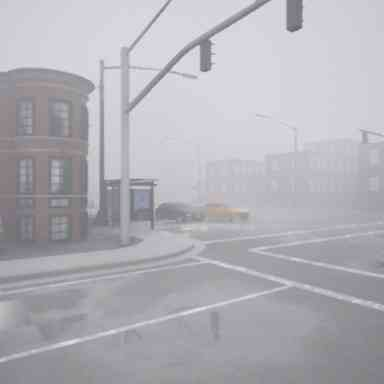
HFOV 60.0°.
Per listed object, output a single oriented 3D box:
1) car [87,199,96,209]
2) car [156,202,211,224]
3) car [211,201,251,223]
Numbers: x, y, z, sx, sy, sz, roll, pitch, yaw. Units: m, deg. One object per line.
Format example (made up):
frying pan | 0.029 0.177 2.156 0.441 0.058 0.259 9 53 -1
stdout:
car | -14.106 1.567 43.609 1.994 1.385 4.181 0 0 -35
car | -0.970 1.507 24.985 1.837 1.490 4.892 0 0 -35
car | 2.439 1.480 26.225 1.882 1.535 5.008 0 0 -35
